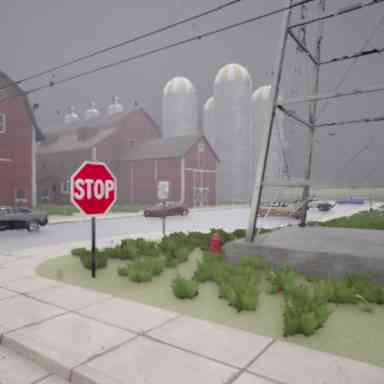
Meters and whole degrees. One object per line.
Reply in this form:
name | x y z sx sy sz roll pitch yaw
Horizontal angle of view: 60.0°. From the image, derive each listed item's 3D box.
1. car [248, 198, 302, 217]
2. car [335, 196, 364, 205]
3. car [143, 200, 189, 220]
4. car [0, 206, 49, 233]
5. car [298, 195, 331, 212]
car | 7.092 1.514 28.231 4.193 1.474 1.816 0 0 35
car | 28.146 1.490 59.496 4.611 1.667 2.242 0 0 35
car | -2.190 1.492 29.144 1.882 1.535 5.008 0 0 35
car | -10.224 1.504 17.743 2.128 1.511 4.902 0 0 39
car | 14.324 1.322 39.624 3.866 1.878 1.905 0 0 35
